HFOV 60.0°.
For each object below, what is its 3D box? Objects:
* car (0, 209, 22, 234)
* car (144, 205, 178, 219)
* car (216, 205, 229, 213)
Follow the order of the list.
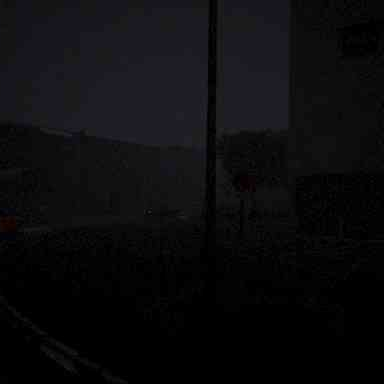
[{"bbox_3d":[-10.733,1.590,17.495,1.882,1.535,5.008,0,-1,-5],"label":"car"},{"bbox_3d":[-3.344,2.154,36.626,1.994,1.385,4.181,1,-1,34],"label":"car"},{"bbox_3d":[4.020,2.699,53.829,1.895,1.301,4.718,1,-1,35],"label":"car"}]
